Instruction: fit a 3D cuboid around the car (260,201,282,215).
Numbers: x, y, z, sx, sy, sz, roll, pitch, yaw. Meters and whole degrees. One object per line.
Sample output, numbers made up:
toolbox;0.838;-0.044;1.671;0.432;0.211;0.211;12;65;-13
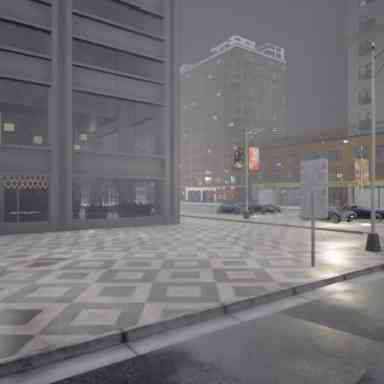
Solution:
car;7.055;1.638;35.954;2.033;1.411;5.357;0;0;-36

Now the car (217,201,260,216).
car;4.450;1.655;34.021;1.994;1.385;4.181;0;0;-35

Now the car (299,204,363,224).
car;10.440;1.615;25.716;1.994;1.385;4.181;0;0;-36

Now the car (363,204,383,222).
car;13.711;1.648;26.735;1.895;1.301;4.718;0;0;-36
